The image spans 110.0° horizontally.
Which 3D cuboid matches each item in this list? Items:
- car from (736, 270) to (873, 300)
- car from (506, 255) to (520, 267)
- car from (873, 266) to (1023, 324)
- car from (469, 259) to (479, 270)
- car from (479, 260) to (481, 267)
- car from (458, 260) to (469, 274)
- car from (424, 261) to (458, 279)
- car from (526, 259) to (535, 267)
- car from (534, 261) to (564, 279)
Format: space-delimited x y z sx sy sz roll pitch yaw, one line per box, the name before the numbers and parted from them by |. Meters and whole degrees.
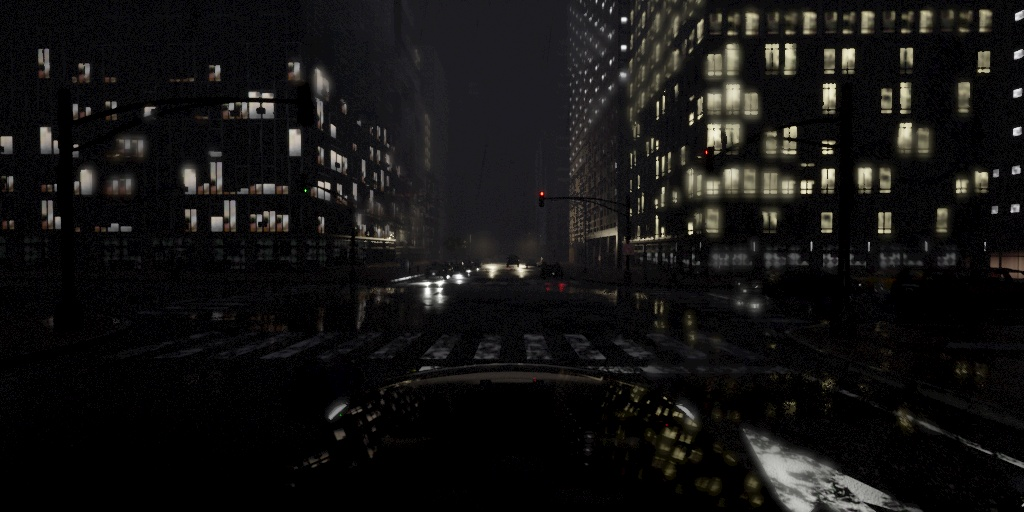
car | 14.513 1.407 18.207 5.357 1.411 2.033 0 1 0
car | 0.165 0.925 62.860 2.150 2.045 5.566 0 0 0
car | 16.219 1.281 12.419 5.009 1.841 2.192 0 0 1
car | -6.461 1.264 51.385 2.033 1.411 5.357 0 0 0
car | -6.398 1.182 61.726 1.882 1.535 5.008 0 0 1
car | -6.496 1.327 41.615 1.895 1.301 4.718 0 0 0
car | -6.522 1.225 32.333 2.128 1.511 4.902 0 0 0
car | 3.417 1.229 63.238 1.812 1.442 4.674 0 0 0
car | 3.401 1.226 31.770 2.128 1.511 4.902 0 0 0
